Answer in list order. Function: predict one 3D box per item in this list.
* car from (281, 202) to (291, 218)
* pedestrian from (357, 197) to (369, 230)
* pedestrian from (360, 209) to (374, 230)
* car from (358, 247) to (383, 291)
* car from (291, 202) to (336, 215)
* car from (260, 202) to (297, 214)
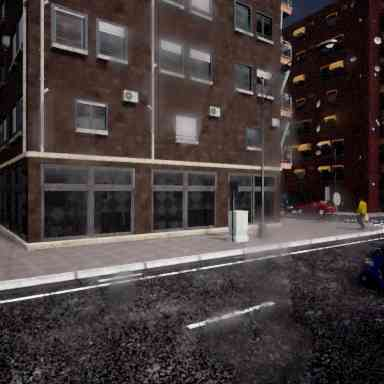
[{"bbox_3d":[7.191,1.862,32.714,1.802,1.307,4.206,-1,0,-36],"label":"car"},{"bbox_3d":[9.265,1.143,18.084,0.375,1.860,0.375,0,0,-36],"label":"pedestrian"},{"bbox_3d":[9.724,1.523,18.477,0.500,1.100,0.500,0,0,-36],"label":"pedestrian"},{"bbox_3d":[5.763,1.565,7.800,4.181,1.385,1.994,0,0,-36],"label":"car"},{"bbox_3d":[13.955,1.829,37.604,1.887,1.381,4.507,-1,0,-36],"label":"car"},{"bbox_3d":[10.837,1.920,41.916,1.947,1.339,4.313,-1,0,-36],"label":"car"}]
